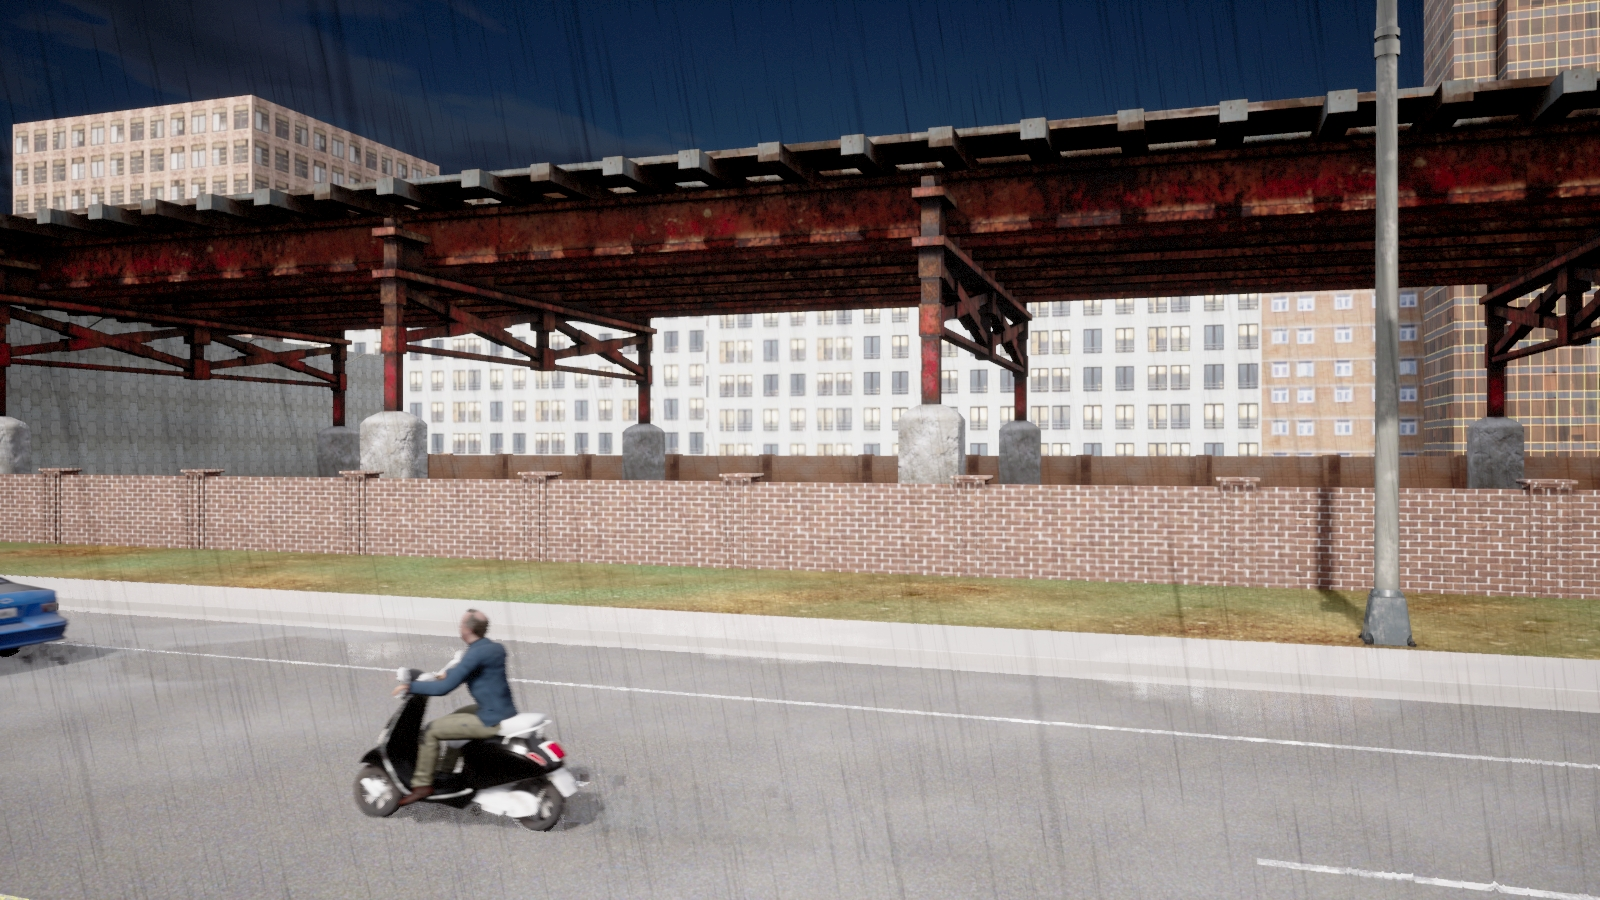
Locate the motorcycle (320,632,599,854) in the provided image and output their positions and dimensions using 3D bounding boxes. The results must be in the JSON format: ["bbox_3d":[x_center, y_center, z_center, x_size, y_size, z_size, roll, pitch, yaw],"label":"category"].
[{"bbox_3d":[-2.517,2.129,8.533,1.805,1.341,0.856,0,0,14],"label":"motorcycle"}]

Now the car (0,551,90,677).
[{"bbox_3d":[-12.365,2.106,15.237,5.357,1.411,2.033,0,0,20],"label":"car"}]
